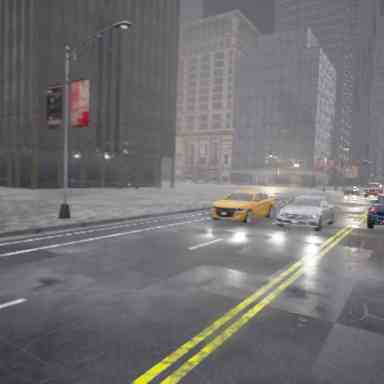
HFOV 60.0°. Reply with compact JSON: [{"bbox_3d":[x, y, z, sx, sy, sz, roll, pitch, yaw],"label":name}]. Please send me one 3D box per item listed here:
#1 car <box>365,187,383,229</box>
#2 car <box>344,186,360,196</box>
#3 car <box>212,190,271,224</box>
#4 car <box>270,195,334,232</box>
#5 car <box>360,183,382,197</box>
[{"bbox_3d":[10.120,0.857,16.595,2.097,1.767,4.553,4,3,33],"label":"car"},{"bbox_3d":[25.272,-0.182,52.371,1.994,1.385,4.181,4,3,33],"label":"car"},{"bbox_3d":[2.860,0.676,17.694,1.882,1.535,5.008,4,3,33],"label":"car"},{"bbox_3d":[5.576,0.906,15.924,1.812,1.442,4.674,4,3,33],"label":"car"},{"bbox_3d":[26.049,-0.271,47.593,2.150,2.045,5.566,4,4,33],"label":"car"}]
